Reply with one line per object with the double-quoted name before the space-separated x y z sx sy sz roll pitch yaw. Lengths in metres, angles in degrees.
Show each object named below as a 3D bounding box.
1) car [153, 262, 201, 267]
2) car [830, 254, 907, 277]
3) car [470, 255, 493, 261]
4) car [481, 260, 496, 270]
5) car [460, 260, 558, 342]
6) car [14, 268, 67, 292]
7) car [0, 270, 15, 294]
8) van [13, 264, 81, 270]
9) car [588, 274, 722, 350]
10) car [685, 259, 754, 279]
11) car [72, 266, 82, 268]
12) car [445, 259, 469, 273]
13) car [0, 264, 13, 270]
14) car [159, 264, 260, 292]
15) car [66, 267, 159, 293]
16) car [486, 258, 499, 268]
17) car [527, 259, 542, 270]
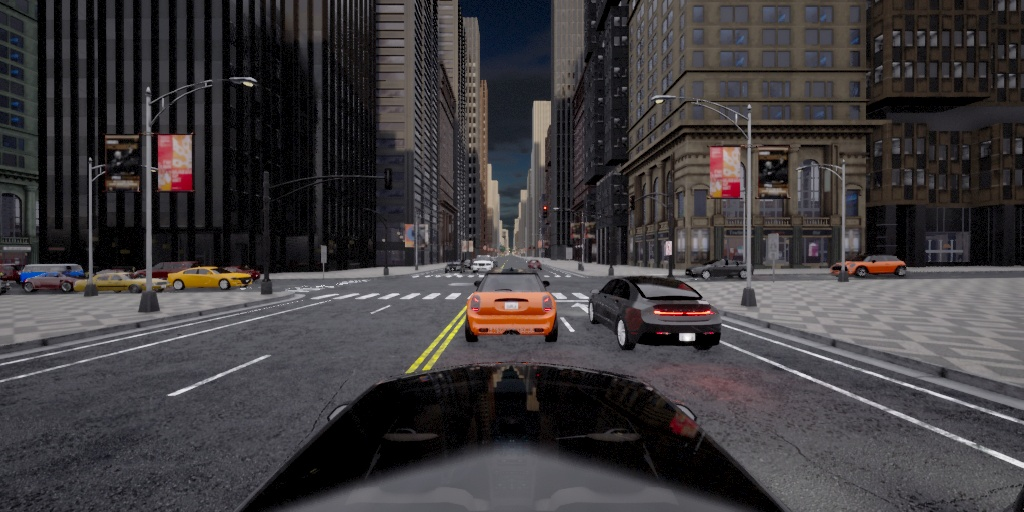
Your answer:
"car" -29.122 1.419 30.643 5.009 1.841 2.192 0 0 0
"car" 27.715 0.697 28.002 4.553 1.767 2.097 -1 0 0
"car" -3.440 0.956 43.315 2.150 2.045 5.566 0 0 0
"car" -3.446 1.290 53.287 1.994 1.385 4.181 0 0 1
"car" -0.005 1.102 9.920 2.097 1.767 4.553 0 0 0
"car" -30.775 1.715 24.783 4.181 1.385 1.994 -1 0 1
"car" -33.817 1.754 22.109 4.403 1.370 2.007 0 0 0
"van" -39.296 1.583 30.655 3.998 1.789 1.690 0 0 0
"car" 3.237 1.254 9.059 1.837 1.490 4.892 0 0 0
"car" 16.131 1.005 27.997 4.892 1.490 1.837 -1 0 0
"car" -34.209 1.755 30.649 4.207 1.307 1.802 0 0 0
"car" -6.688 1.299 42.474 1.994 1.385 4.181 0 0 0
"car" -44.383 1.626 30.661 5.009 1.841 2.192 0 0 0
"car" -20.776 1.492 24.768 5.008 1.535 1.882 -1 0 0
"car" -23.876 1.596 22.109 4.829 1.417 1.751 0 0 0
"car" -3.450 1.207 63.554 2.128 1.511 4.902 0 0 0
"car" 3.232 1.252 52.482 1.812 1.442 4.674 0 0 0
